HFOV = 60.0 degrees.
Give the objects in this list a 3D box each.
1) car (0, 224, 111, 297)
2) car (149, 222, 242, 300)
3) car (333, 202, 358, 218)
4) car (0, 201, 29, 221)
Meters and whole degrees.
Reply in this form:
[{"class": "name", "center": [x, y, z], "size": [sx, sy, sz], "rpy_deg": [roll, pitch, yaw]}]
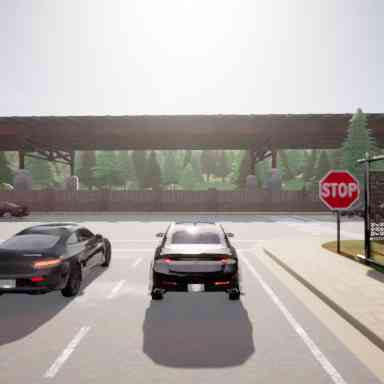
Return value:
[{"class": "car", "center": [-3.400, 1.526, 8.440], "size": [1.812, 1.442, 4.674], "rpy_deg": [0, 0, 0]}, {"class": "car", "center": [0.078, 1.492, 8.351], "size": [2.128, 1.511, 4.902], "rpy_deg": [0, 0, 0]}, {"class": "car", "center": [15.628, 1.547, 29.970], "size": [5.357, 1.411, 2.033], "rpy_deg": [0, 0, 1]}, {"class": "car", "center": [-15.955, 1.477, 27.056], "size": [5.008, 1.535, 1.882], "rpy_deg": [0, 0, 0]}]
